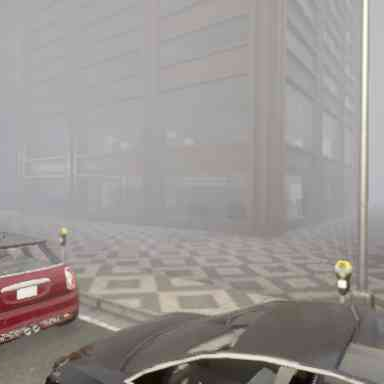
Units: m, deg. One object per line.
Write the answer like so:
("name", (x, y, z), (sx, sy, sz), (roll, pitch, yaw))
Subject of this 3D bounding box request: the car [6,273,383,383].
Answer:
("car", (0.715, 1.560, 2.452), (4.313, 1.339, 1.947), (1, 1, 36))

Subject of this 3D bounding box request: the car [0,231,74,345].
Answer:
("car", (-3.841, 1.392, 5.708), (4.097, 1.590, 1.967), (1, 1, 36))
